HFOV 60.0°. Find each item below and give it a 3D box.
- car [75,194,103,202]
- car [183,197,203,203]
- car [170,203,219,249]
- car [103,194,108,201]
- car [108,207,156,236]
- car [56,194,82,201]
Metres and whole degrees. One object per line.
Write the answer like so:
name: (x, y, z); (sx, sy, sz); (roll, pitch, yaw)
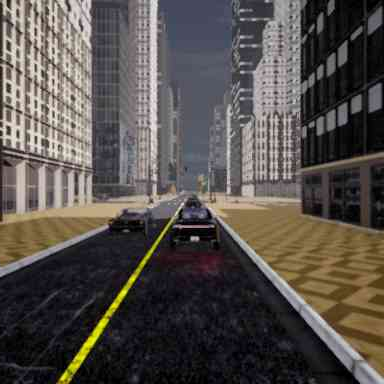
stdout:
car: (-18.911, 1.114, 58.832); (4.829, 1.417, 1.752); (0, 0, -1)
car: (0.090, 1.319, 36.349); (1.837, 1.490, 4.892); (0, 0, 0)
car: (0.097, 1.420, 14.168); (2.128, 1.511, 4.902); (0, 0, 0)
car: (-19.223, 1.014, 67.468); (4.097, 1.590, 1.967); (0, 0, -1)
car: (-3.088, 1.511, 17.854); (1.895, 1.301, 4.718); (0, 0, 0)
car: (-24.900, 1.092, 67.342); (4.403, 1.369, 2.008); (0, 0, -1)
